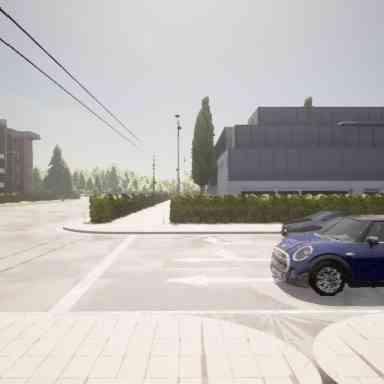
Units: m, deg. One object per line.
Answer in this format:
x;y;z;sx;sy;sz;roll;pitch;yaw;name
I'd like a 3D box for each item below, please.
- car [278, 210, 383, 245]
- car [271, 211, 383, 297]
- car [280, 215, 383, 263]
6.260;1.563;15.154;4.181;1.385;1.994;0;0;-1;car
4.299;1.351;8.123;4.553;1.767;2.097;0;0;-1;car
5.425;1.563;11.640;4.181;1.385;1.994;0;0;-1;car
